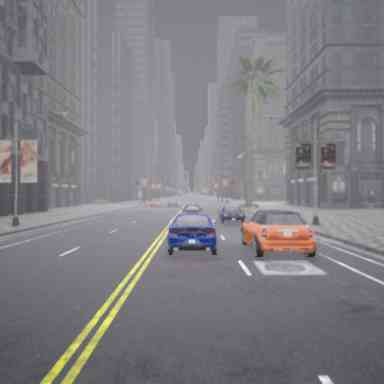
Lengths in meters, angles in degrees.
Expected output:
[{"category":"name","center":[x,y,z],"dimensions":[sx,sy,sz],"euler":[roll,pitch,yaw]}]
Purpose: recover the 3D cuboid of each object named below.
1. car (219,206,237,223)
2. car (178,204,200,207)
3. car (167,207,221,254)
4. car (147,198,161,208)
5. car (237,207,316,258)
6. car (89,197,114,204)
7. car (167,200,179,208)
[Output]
[{"category":"car","center":[3.263,1.867,28.246],"dimensions":[1.895,1.301,4.718],"euler":[0,-1,0]},{"category":"car","center":[0.020,1.797,28.909],"dimensions":[1.812,1.442,4.674],"euler":[0,0,0]},{"category":"car","center":[0.022,1.613,14.254],"dimensions":[1.882,1.535,5.008],"euler":[0,0,0]},{"category":"car","center":[-6.562,1.878,58.173],"dimensions":[2.097,1.767,4.553],"euler":[0,0,0]},{"category":"car","center":[3.267,1.479,13.422],"dimensions":[2.097,1.767,4.553],"euler":[0,-1,0]},{"category":"car","center":[-23.845,2.613,87.717],"dimensions":[4.829,1.417,1.752],"euler":[-1,1,0]},{"category":"car","center":[-3.314,2.052,58.187],"dimensions":[1.812,1.442,4.674],"euler":[0,0,0]}]
